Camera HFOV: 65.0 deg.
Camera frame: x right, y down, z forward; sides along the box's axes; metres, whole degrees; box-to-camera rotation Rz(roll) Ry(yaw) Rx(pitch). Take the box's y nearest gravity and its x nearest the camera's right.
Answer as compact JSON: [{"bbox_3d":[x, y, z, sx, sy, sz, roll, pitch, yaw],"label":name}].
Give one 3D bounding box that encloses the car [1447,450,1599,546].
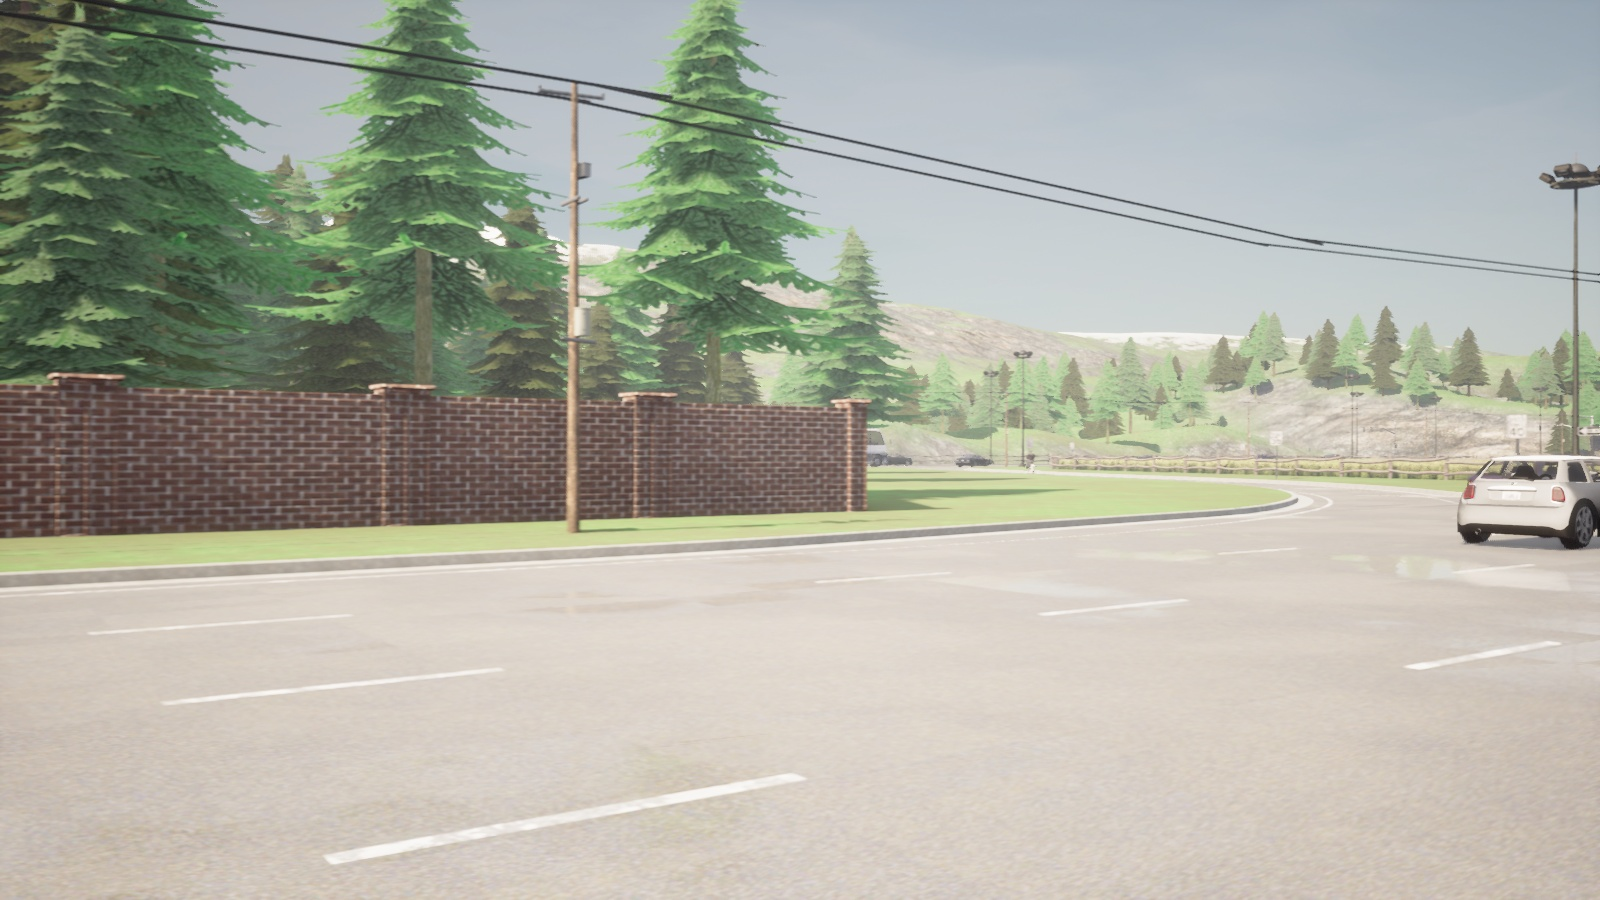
[{"bbox_3d":[12.874,0.732,21.148,3.806,1.475,1.970,0,0,-35],"label":"car"}]
